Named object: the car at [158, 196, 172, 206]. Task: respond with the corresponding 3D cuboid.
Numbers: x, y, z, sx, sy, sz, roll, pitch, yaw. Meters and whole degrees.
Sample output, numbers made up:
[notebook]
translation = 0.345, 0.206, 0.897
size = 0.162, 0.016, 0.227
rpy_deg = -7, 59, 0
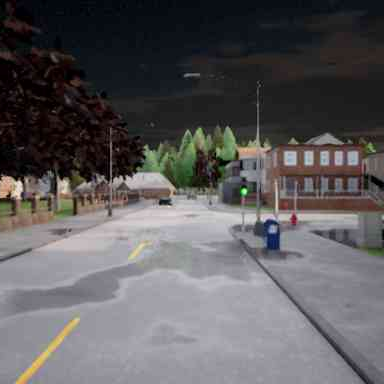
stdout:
[car]
translation = -4.042, 1.382, 50.789
size = 2.033, 1.411, 5.357
rpy_deg = 0, 0, 1
